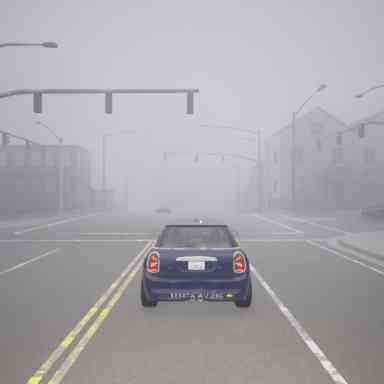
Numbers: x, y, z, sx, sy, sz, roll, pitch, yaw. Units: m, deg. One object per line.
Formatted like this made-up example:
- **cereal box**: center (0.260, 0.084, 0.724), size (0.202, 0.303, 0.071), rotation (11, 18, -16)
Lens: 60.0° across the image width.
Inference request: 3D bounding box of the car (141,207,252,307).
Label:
- **car**: center (0.095, 1.352, 8.141), size (2.097, 1.767, 4.553), rotation (0, 0, 0)

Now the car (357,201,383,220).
- **car**: center (16.442, 1.491, 27.722), size (4.902, 1.511, 2.128), rotation (0, 0, -1)

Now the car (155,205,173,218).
- **car**: center (-3.549, 2.570, 42.625), size (1.895, 1.301, 4.718), rotation (0, -8, 0)
